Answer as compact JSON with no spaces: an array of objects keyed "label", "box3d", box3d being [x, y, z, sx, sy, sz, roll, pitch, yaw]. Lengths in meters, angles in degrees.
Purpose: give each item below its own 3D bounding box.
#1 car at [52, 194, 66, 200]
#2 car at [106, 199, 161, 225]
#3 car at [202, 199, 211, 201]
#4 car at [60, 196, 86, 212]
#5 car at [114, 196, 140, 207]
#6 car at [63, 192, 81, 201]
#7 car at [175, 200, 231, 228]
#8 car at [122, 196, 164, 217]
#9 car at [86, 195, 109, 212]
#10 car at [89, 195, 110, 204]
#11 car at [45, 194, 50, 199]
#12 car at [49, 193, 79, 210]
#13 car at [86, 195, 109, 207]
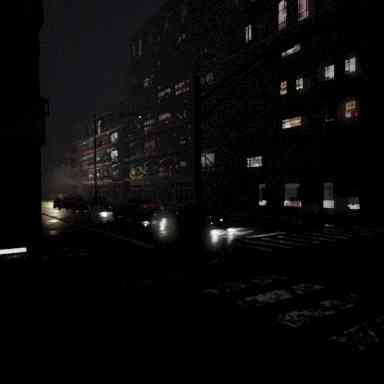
[{"label":"car","box3d":[-31.458,1.125,78.611,2.008,1.369,4.403,-1,1,-35]},{"label":"car","box3d":[-4.343,1.510,24.224,1.887,1.381,4.507,-1,1,-35]},{"label":"car","box3d":[0.849,1.360,31.868,1.887,1.381,4.507,-1,1,-35]},{"label":"car","box3d":[-12.579,1.449,36.414,2.008,1.369,4.403,-1,1,-35]},{"label":"car","box3d":[-8.998,1.267,45.987,1.752,1.417,4.829,-1,1,-35]},{"label":"car","box3d":[-25.015,0.936,69.248,2.192,1.841,5.009,-1,1,-35]},{"label":"car","box3d":[0.649,1.508,21.767,1.994,1.385,4.181,-1,1,-34]},{"label":"car","box3d":[-4.248,1.258,28.872,2.097,1.767,4.553,-1,1,-35]},{"label":"car","box3d":[-9.845,1.426,37.017,1.994,1.385,4.181,-1,1,-35]},{"label":"car","box3d":[-15.442,1.218,55.348,1.752,1.417,4.829,-1,1,-35]},{"label":"car","box3d":[-34.777,1.076,83.431,1.752,1.417,4.829,-1,1,-35]},{"label":"car","box3d":[-15.802,1.313,41.094,1.967,1.590,4.097,-1,1,-35]},{"label":"car","box3d":[-13.794,1.268,48.293,1.837,1.490,4.892,-1,1,-34]}]
